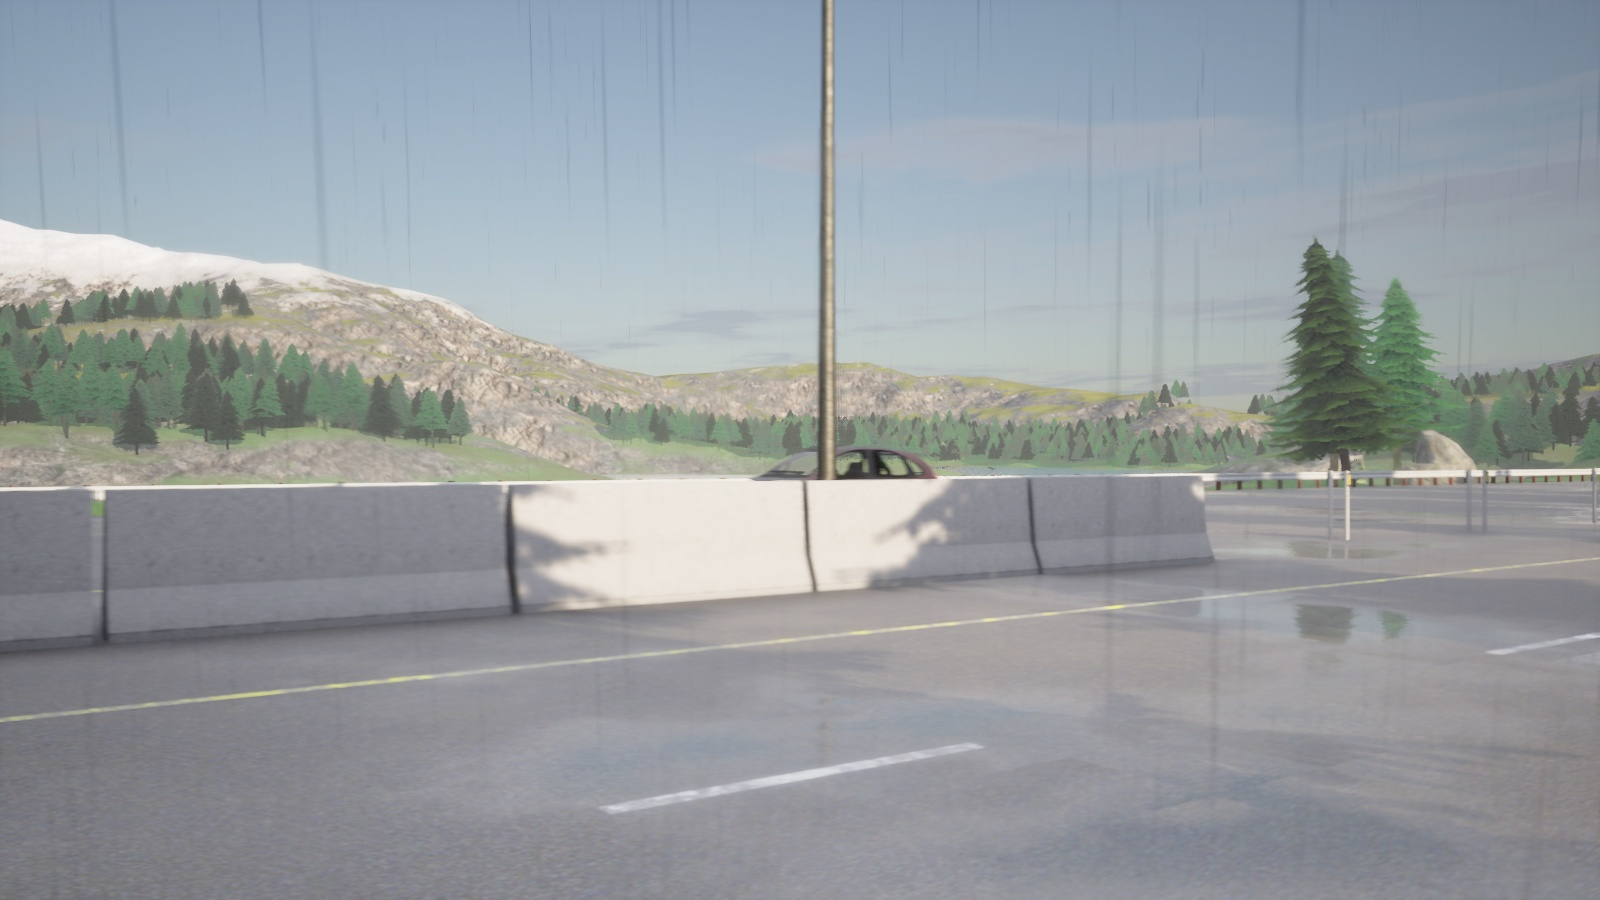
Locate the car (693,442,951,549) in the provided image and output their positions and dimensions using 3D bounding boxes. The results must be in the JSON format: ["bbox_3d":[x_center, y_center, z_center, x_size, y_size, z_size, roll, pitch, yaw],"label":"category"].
[{"bbox_3d":[0.406,0.693,20.999,3.988,1.617,1.851,0,0,-35],"label":"car"}]
